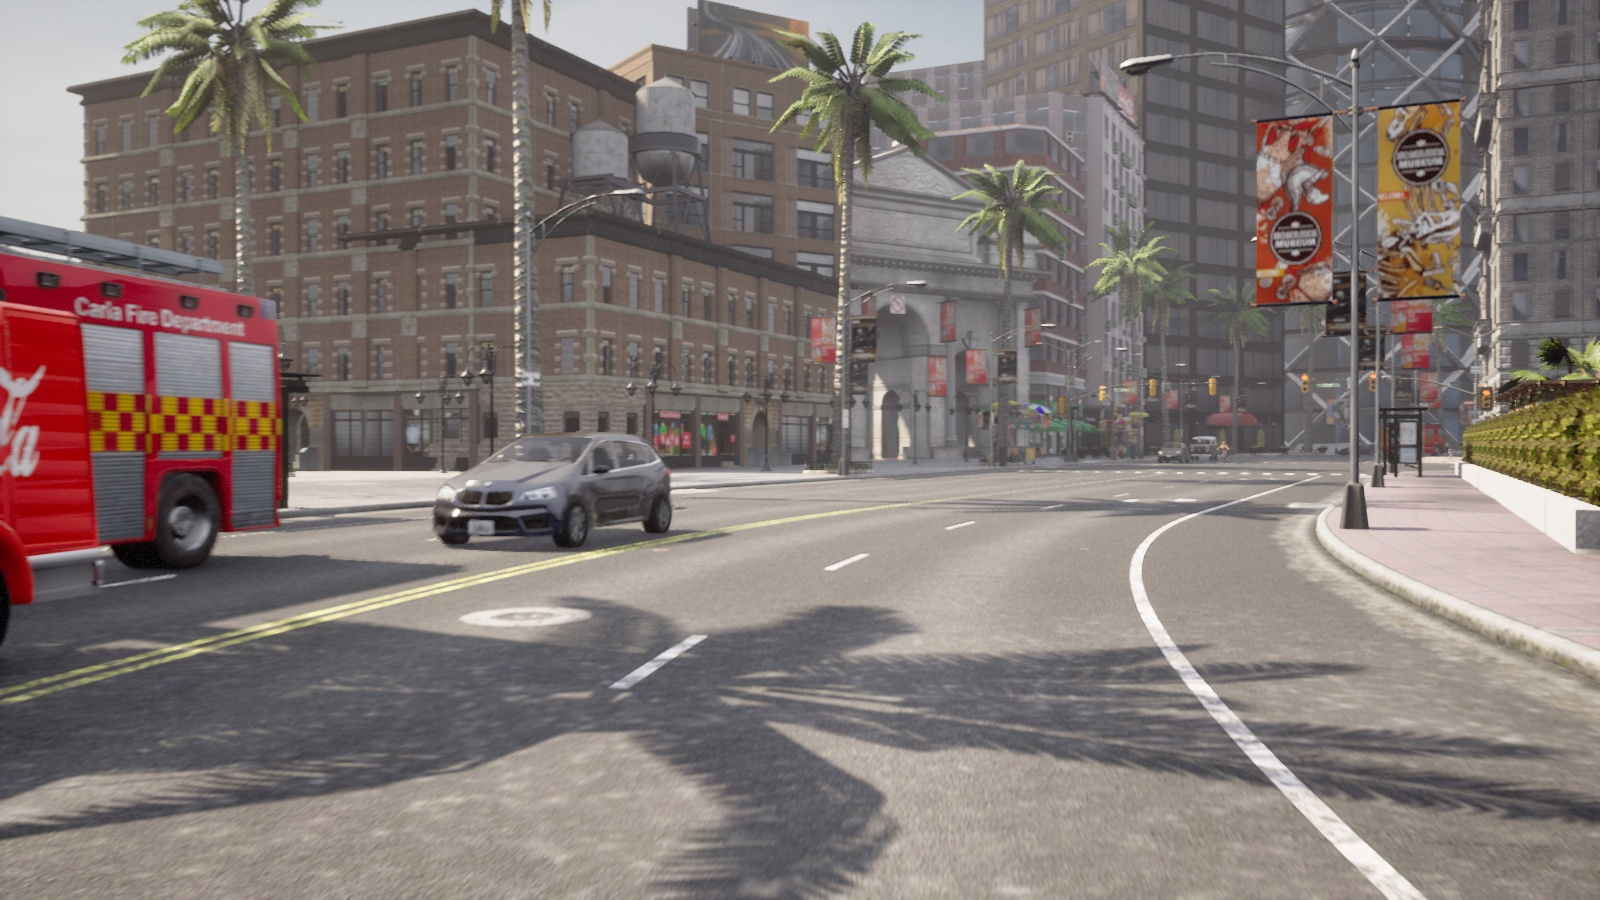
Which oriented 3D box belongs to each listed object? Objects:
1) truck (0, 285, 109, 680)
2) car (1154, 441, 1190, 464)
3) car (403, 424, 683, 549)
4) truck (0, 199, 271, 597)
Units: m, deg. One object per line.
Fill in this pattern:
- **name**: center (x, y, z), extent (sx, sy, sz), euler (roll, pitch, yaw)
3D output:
- **truck**: center (-6.505, 0.212, 6.418), extent (2.627, 2.467, 5.204), euler (0, 0, 8)
- **car**: center (26.972, 0.176, 91.049), extent (1.851, 1.617, 3.988), euler (0, 0, 27)
- **car**: center (-3.759, 0.475, 19.388), extent (2.242, 1.667, 4.611), euler (0, 0, 18)
- **truck**: center (-9.140, -0.503, 12.305), extent (2.891, 3.827, 8.468), euler (0, 0, 13)
